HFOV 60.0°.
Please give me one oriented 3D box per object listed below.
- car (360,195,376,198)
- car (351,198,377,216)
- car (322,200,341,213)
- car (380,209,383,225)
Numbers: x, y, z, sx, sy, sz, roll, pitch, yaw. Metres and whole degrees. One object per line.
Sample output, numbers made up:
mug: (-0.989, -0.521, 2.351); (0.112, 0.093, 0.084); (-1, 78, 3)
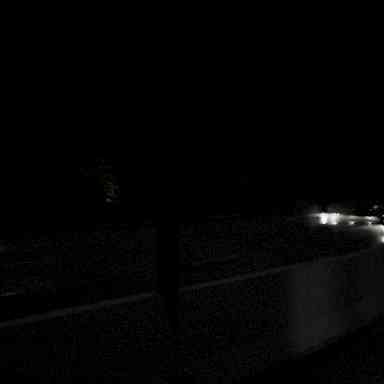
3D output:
car: (32.836, 1.533, 62.268); (2.150, 2.045, 5.566); (0, 0, 17)
car: (17.746, 1.651, 34.506); (1.882, 1.535, 5.008); (0, 0, 30)
car: (16.683, 1.708, 39.728); (2.128, 1.511, 4.902); (0, 0, 27)
car: (15.187, 1.675, 24.486); (1.994, 1.385, 4.181); (0, 0, 36)
